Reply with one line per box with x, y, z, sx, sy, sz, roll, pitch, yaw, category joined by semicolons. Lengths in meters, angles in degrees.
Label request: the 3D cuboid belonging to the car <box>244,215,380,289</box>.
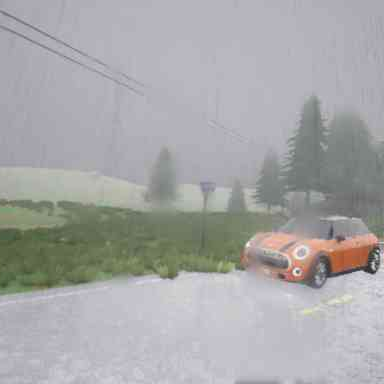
3.582;1.471;9.694;4.553;1.767;2.097;2;1;-38;car
